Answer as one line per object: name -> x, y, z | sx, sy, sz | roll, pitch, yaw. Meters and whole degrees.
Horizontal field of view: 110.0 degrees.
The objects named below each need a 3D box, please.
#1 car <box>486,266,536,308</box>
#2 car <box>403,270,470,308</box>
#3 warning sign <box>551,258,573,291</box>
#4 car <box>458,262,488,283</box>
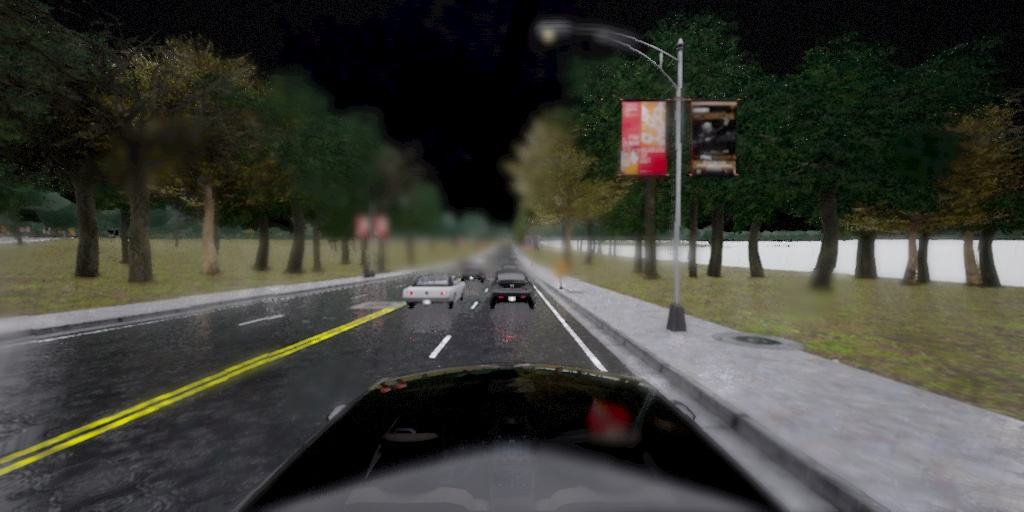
car -> 0.007, 1.396, 16.138 | 1.837, 1.490, 4.892 | 0, 0, 0
car -> -3.246, 1.488, 15.941 | 1.895, 1.301, 4.718 | 0, 0, 0
warning sign -> 2.853, 1.047, 20.827 | 1.300, 1.860, 1.060 | 0, 0, 0
car -> -3.242, 1.504, 31.146 | 1.837, 1.490, 4.892 | 0, 0, 0
